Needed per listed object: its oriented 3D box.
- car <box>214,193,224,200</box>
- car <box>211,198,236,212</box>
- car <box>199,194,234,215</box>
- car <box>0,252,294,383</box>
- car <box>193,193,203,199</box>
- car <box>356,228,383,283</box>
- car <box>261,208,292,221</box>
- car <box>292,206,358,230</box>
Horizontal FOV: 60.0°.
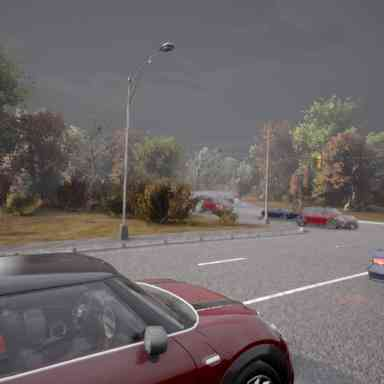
[{"bbox_3d":[6.370,1.172,79.475,1.994,1.385,4.181,2,2,-1],"label":"car"},{"bbox_3d":[4.544,1.894,48.821,2.097,1.767,4.553,3,1,-17],"label":"car"},{"bbox_3d":[3.059,1.737,42.105,2.150,2.045,5.566,3,0,-20],"label":"car"},{"bbox_3d":[-1.180,1.354,2.905,4.553,1.767,2.097,0,0,-36],"label":"car"},{"bbox_3d":[0.332,1.134,68.133,2.097,1.767,4.553,2,2,-8],"label":"car"},{"bbox_3d":[6.573,1.664,8.462,5.357,1.411,2.033,2,-1,-36],"label":"car"},{"bbox_3d":[9.491,2.353,35.408,1.895,1.301,4.718,3,-1,-24],"label":"car"},{"bbox_3d":[10.411,1.924,25.689,2.097,1.767,4.553,3,-2,-27],"label":"car"}]
